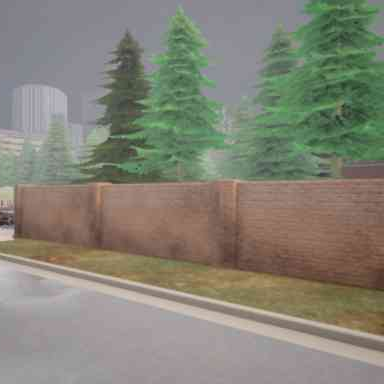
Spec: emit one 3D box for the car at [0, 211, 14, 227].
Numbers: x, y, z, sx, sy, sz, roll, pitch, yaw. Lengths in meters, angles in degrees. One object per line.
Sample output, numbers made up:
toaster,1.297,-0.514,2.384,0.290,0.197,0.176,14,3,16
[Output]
car,-13.129,1.559,20.516,2.033,1.411,5.357,0,0,39
